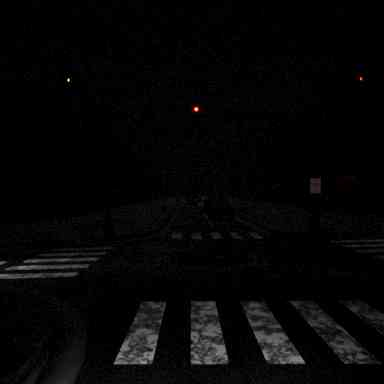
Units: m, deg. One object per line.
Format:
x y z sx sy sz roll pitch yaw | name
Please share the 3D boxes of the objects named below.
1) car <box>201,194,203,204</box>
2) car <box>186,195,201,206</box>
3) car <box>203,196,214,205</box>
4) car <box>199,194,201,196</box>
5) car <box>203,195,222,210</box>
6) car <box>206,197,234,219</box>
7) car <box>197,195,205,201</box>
2.572 1.369 40.541 2.192 1.841 5.009 -1 0 0 | car
-0.016 1.664 55.967 1.994 1.385 4.181 0 0 0 | car
2.941 1.575 61.126 1.801 1.575 5.366 0 0 0 | car
2.895 1.498 67.907 2.097 1.767 4.553 0 0 0 | car
2.580 1.356 35.138 2.192 1.841 5.009 -1 0 0 | car
2.589 1.470 29.736 1.967 1.590 4.097 -1 0 0 | car
2.498 1.702 94.564 1.967 1.590 4.097 -1 0 0 | car
